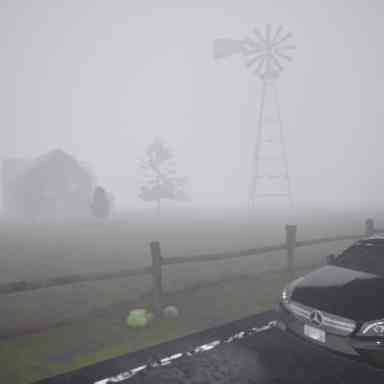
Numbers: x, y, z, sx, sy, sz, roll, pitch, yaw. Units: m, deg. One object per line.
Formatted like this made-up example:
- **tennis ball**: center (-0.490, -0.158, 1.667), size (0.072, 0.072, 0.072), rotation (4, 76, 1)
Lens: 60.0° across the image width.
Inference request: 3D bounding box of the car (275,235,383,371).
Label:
- **car**: center (3.428, 1.497, 5.512), size (4.674, 1.442, 1.812), rotation (0, 0, -35)
